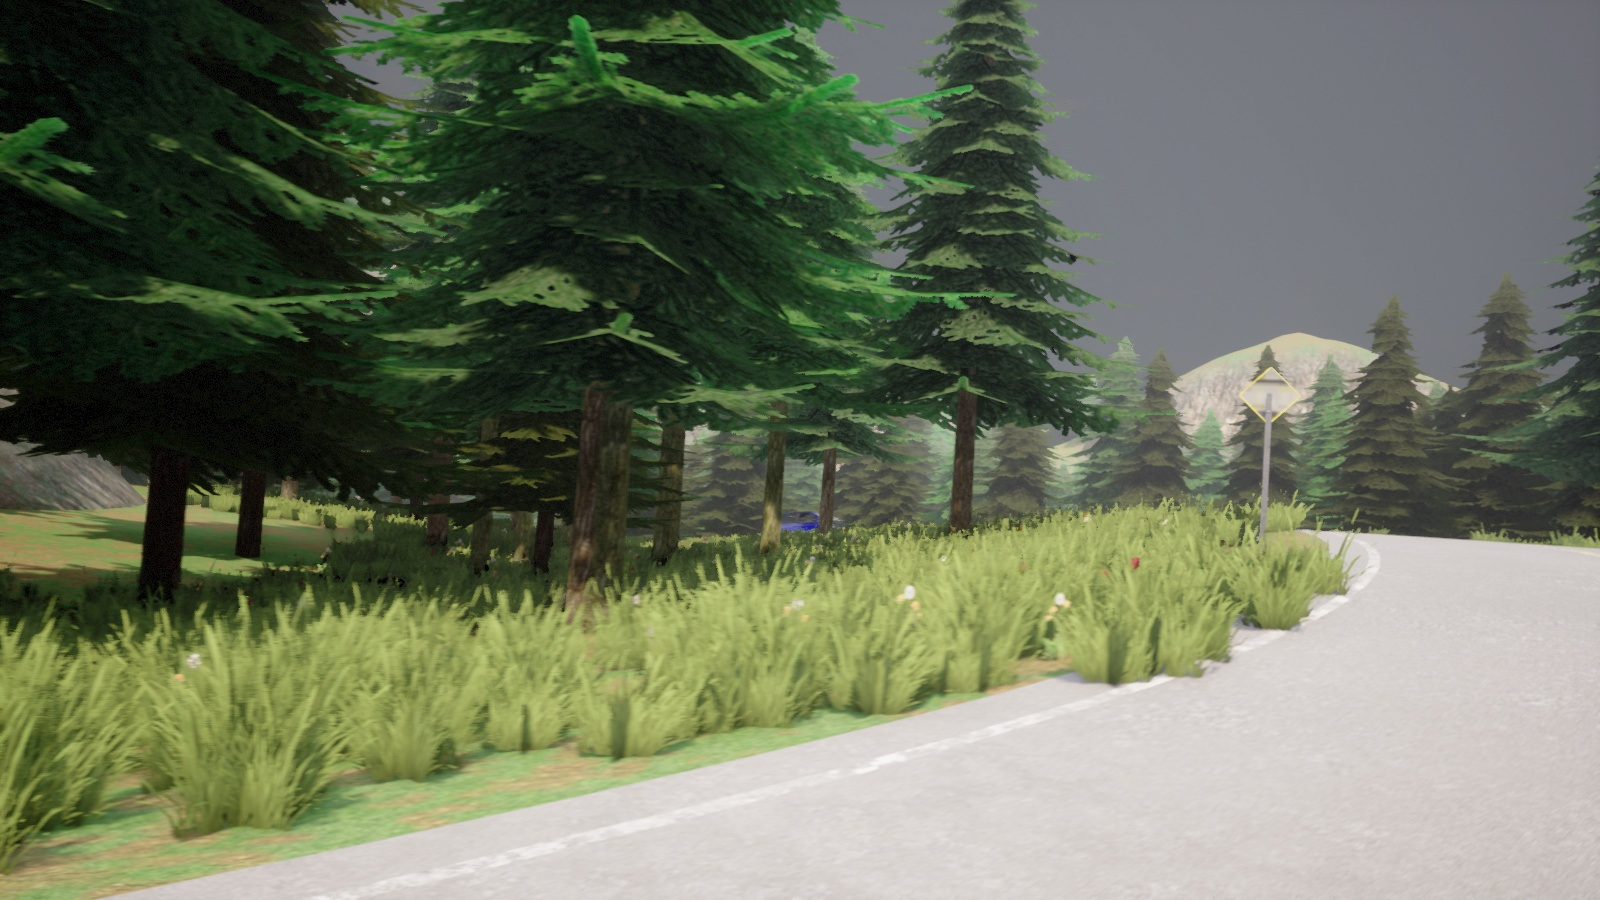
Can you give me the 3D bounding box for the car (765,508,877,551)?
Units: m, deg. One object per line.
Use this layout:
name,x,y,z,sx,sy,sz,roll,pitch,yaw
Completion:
car,0.793,3.147,49.236,4.193,1.474,1.816,-5,-8,39
